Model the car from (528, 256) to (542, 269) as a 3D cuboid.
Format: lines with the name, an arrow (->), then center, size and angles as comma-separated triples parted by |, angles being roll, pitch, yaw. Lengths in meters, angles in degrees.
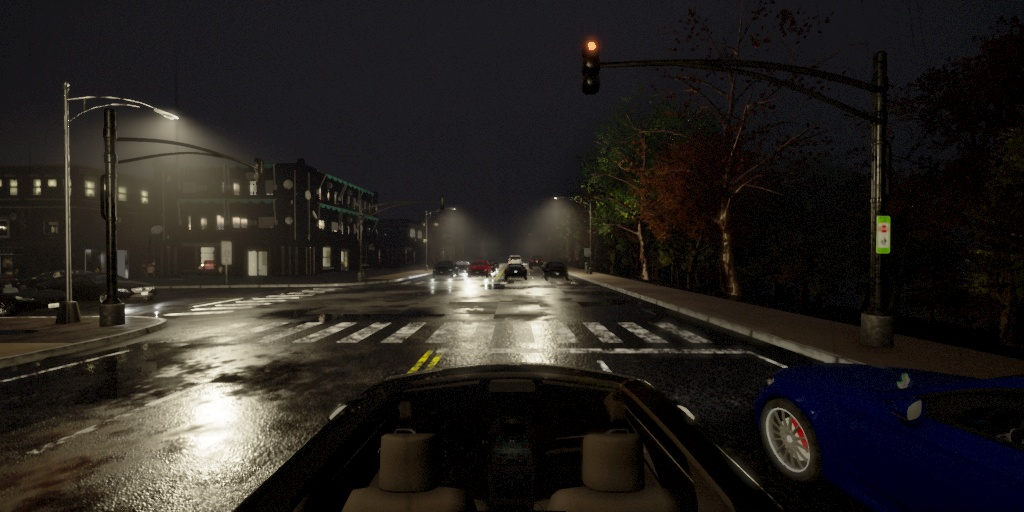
car -> 3.767, 0.951, 55.965 | 2.150, 2.045, 5.566 | 0, 0, 0

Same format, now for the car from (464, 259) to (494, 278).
car -> -3.083, 1.217, 34.625 | 1.882, 1.535, 5.008 | 0, 0, 1

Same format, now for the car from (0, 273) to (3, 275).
car -> -33.659, 1.654, 22.489 | 4.207, 1.307, 1.802 | 0, 0, 1

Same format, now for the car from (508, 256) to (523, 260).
car -> 0.523, 0.951, 56.787 | 2.150, 2.045, 5.566 | 0, 0, 0

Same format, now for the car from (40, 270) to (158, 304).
car -> -19.219, 1.490, 16.556 | 4.674, 1.442, 1.812 | -1, 1, 2

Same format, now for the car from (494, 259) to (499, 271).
car -> -3.006, 1.260, 44.686 | 1.812, 1.442, 4.674 | 0, 0, 1

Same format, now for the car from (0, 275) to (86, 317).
car -> -19.857, 1.565, 13.863 | 4.313, 1.339, 1.948 | 0, 0, 1

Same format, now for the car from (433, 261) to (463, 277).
car -> -6.340, 1.217, 34.782 | 1.882, 1.535, 5.008 | 0, 0, 1

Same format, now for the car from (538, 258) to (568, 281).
car -> 3.569, 1.219, 30.410 | 1.882, 1.535, 5.008 | 0, 0, 0

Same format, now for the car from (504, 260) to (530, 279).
car -> 0.338, 1.304, 32.767 | 1.994, 1.385, 4.181 | 0, 0, 0

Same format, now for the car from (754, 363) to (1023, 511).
car -> 3.355, 1.276, 1.682 | 1.812, 1.442, 4.674 | 0, 0, 1
